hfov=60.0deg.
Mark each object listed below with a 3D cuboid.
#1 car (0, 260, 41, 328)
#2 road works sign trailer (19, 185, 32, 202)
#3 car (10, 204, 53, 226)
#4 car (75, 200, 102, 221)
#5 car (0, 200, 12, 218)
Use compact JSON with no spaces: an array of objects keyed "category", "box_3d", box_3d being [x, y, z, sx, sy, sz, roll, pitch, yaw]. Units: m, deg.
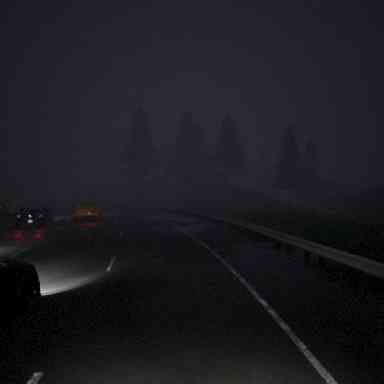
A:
[{"category":"car","box_3d":[-3.885,1.556,4.899,1.994,1.385,4.181,0,0,-4]},{"category":"road works sign trailer","box_3d":[-35.735,0.308,70.617,2.880,3.560,2.380,0,0,34]},{"category":"car","box_3d":[-10.815,1.547,23.062,1.895,1.301,4.718,0,0,-17]},{"category":"car","box_3d":[-8.363,1.405,26.793,1.882,1.535,5.008,0,0,-19]},{"category":"car","box_3d":[-16.534,1.419,28.733,1.882,1.535,5.008,0,0,-21]}]
